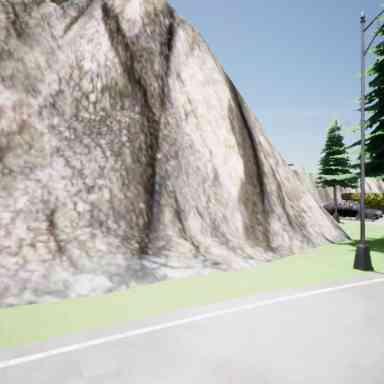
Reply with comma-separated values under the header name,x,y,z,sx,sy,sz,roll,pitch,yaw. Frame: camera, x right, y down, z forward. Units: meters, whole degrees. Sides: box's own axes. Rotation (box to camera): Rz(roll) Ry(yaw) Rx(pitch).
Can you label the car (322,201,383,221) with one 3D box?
name,x,y,z,sx,sy,sz,roll,pitch,yaw
car,12.949,1.487,27.025,2.128,1.511,4.902,0,0,-26
